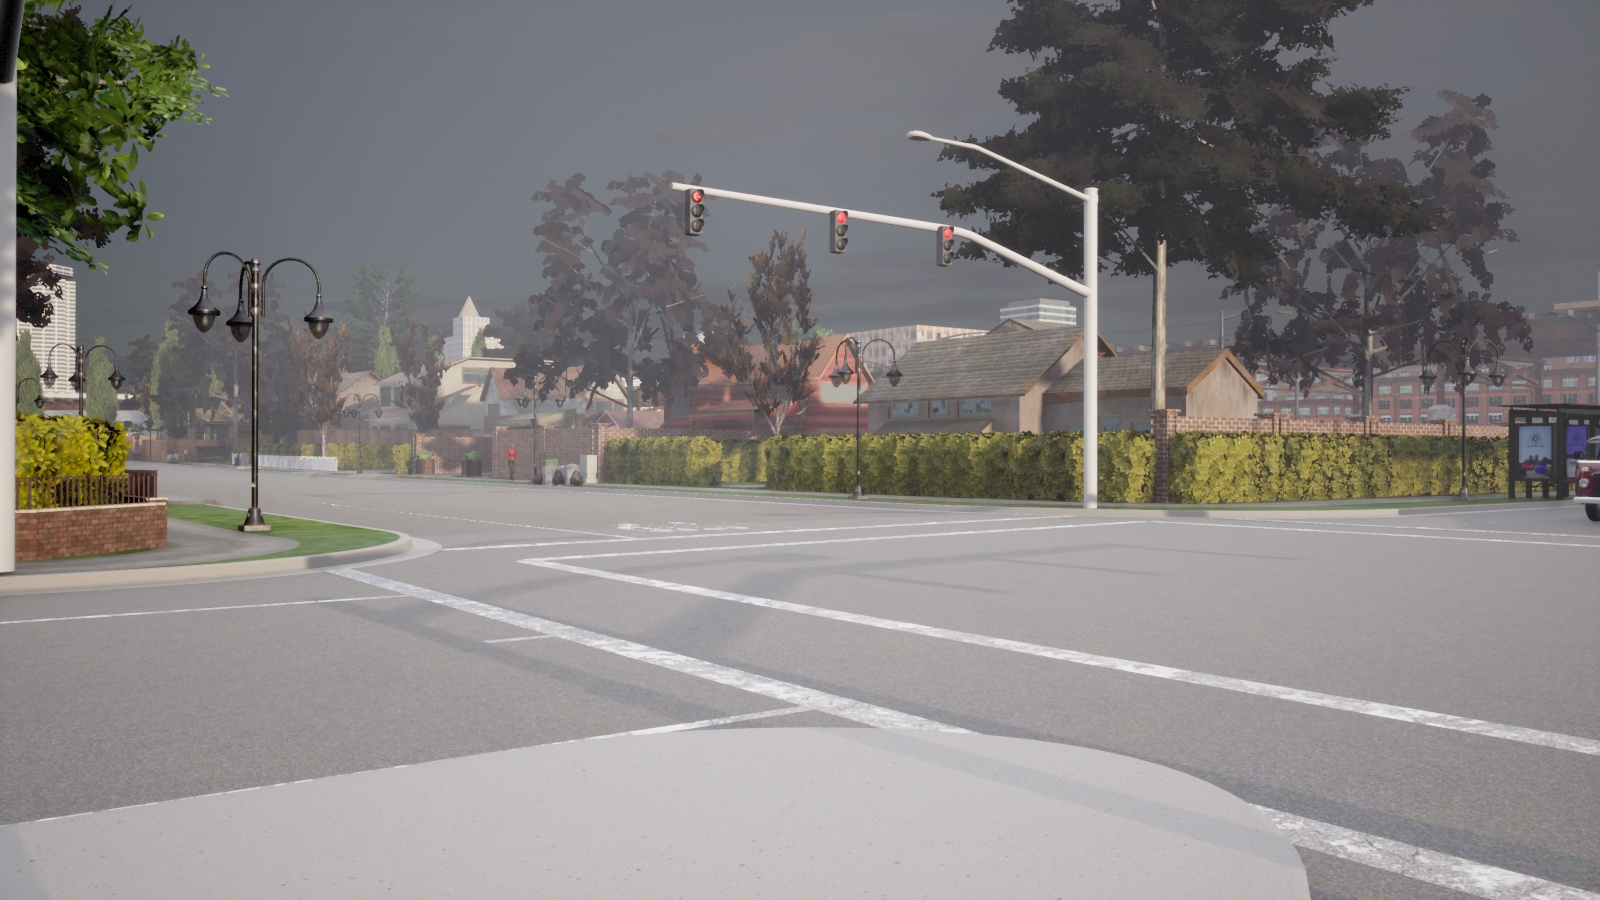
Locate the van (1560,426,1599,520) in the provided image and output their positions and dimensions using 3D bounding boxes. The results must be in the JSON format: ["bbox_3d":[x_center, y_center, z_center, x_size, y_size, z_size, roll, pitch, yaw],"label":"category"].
[{"bbox_3d":[19.198,0.497,28.227,4.480,2.038,2.069,0,0,-37],"label":"van"}]

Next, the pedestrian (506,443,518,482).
[{"bbox_3d":[-13.558,0.583,59.130,0.331,1.846,0.636,0,0,-36],"label":"pedestrian"}]
